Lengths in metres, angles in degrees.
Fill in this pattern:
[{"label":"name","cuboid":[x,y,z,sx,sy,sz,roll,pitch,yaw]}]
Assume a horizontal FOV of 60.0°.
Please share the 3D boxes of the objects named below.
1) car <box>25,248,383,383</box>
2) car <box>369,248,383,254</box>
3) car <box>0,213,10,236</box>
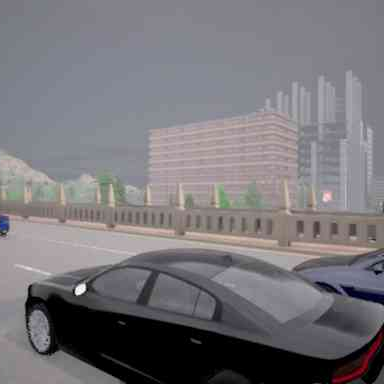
[{"label":"car","cuboid":[-0.261,1.495,4.356,5.008,1.535,1.882,0,0,37]},{"label":"car","cuboid":[3.775,1.595,5.729,4.181,1.385,1.994,0,0,36]},{"label":"car","cuboid":[-11.428,1.523,17.415,5.008,1.535,1.882,0,0,38]}]
